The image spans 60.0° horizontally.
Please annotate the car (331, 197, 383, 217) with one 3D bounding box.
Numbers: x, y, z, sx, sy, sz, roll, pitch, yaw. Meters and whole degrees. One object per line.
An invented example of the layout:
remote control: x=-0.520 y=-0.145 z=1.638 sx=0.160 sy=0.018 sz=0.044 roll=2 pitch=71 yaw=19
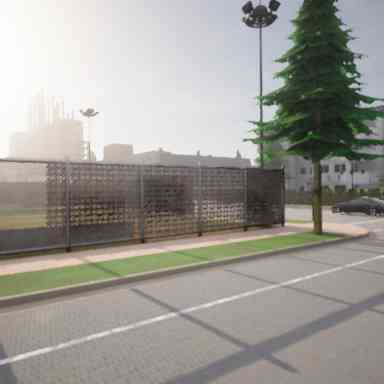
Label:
car: x=13.569 y=1.152 z=26.669 sx=1.812 sy=1.442 sz=4.674 roll=-1 pitch=0 yaw=-35
